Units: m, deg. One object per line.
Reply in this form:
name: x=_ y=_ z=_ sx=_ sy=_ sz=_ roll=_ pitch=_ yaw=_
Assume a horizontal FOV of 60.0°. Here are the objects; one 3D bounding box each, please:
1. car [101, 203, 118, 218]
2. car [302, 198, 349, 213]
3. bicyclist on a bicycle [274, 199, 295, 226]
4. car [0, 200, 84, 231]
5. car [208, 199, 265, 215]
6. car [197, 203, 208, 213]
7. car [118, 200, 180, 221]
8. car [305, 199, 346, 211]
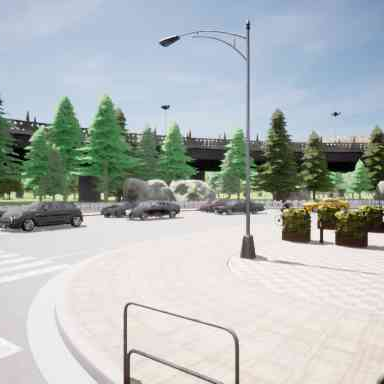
car: x=-5.858 y=1.508 z=29.228 sx=1.994 sy=1.385 sz=4.181 roll=0 pitch=0 yaw=45
car: x=14.542 y=1.422 z=36.285 sx=5.008 sy=1.535 sz=1.882 roll=0 pitch=0 yaw=-7
bicyclist on a bicycle: x=5.566 y=1.245 z=19.586 sx=0.582 sy=1.620 sz=1.656 roll=0 pitch=0 yaw=-44
car: x=-8.955 y=1.297 z=20.064 sx=2.097 sy=1.767 sz=4.553 roll=0 pitch=0 yaw=37
car: x=4.670 y=1.492 z=33.057 sx=5.357 sy=1.411 sz=2.033 roll=0 pitch=0 yaw=-26
car: x=2.778 y=1.470 z=35.867 sx=4.674 sy=1.442 sz=1.812 roll=0 pitch=0 yaw=-27
car: x=-3.158 y=1.436 z=27.134 sx=4.902 sy=1.511 sz=2.128 roll=0 pitch=0 yaw=-44
car: x=15.959 y=1.509 z=39.914 sx=4.181 sy=1.385 sz=1.994 roll=0 pitch=0 yaw=-5
